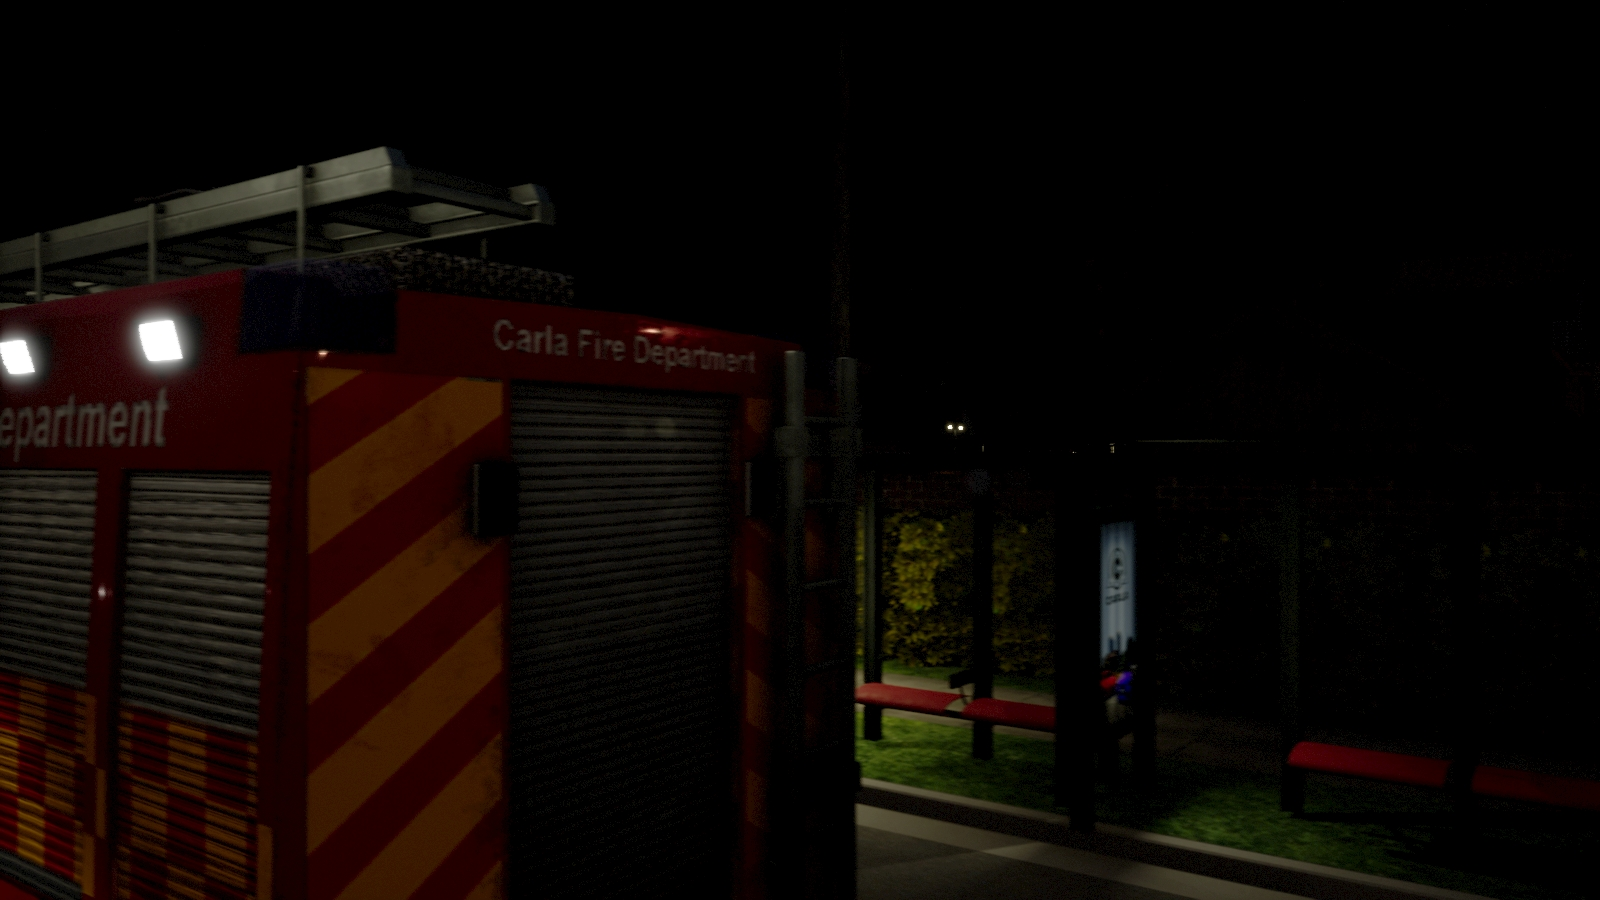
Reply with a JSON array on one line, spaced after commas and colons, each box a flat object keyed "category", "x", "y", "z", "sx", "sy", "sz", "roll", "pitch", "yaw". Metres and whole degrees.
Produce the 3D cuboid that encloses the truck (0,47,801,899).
[{"category": "truck", "x": -4.290, "y": 0.915, "z": 6.472, "sx": 8.468, "sy": 3.827, "sz": 2.891, "roll": 0, "pitch": 0, "yaw": 35}]
